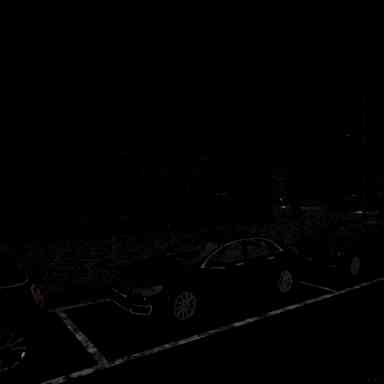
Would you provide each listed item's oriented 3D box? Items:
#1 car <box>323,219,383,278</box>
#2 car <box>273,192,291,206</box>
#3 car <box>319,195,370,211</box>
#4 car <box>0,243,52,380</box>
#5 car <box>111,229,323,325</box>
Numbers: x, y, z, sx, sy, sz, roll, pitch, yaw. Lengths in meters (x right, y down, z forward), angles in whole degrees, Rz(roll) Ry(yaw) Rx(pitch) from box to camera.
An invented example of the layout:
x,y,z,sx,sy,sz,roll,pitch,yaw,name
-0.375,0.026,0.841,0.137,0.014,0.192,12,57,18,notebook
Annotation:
x,y,z,sx,sy,sz,roll,pitch,yaw,name
4.946,1.545,10.169,4.507,1.381,1.887,0,0,-35,car
10.204,0.834,41.325,2.097,1.767,4.553,0,1,-35,car
15.452,1.135,33.979,1.882,1.535,5.008,0,1,-35,car
-3.944,1.440,3.838,4.097,1.590,1.967,0,0,-35,car
0.501,1.551,7.003,4.403,1.369,2.008,0,0,-35,car
